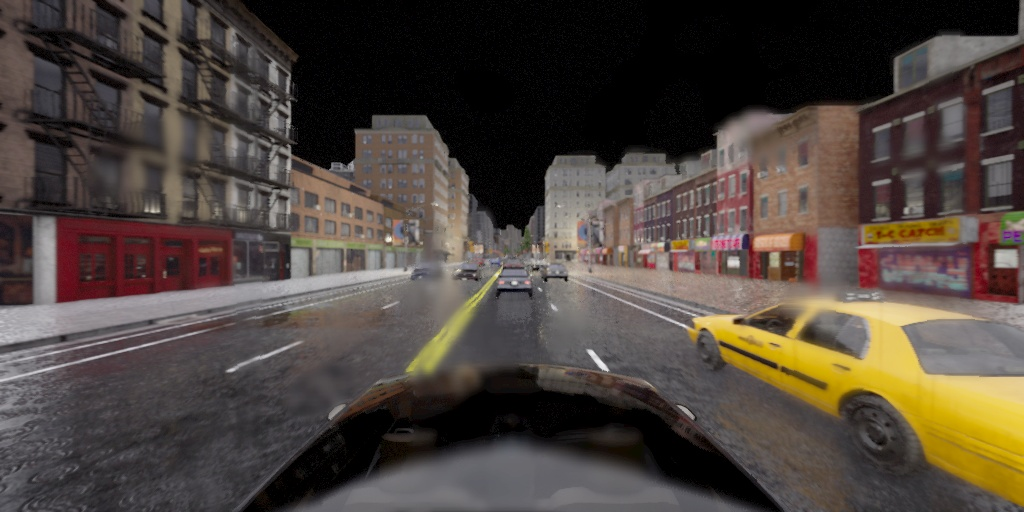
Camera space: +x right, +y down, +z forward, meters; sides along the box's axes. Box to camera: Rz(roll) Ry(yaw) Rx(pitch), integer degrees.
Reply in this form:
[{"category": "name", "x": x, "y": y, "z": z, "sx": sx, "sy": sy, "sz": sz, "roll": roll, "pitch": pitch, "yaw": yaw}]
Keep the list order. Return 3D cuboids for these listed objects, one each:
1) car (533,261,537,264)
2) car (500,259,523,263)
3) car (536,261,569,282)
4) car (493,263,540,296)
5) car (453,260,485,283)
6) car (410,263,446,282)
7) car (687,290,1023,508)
[{"category": "car", "x": 3.317, "y": 1.289, "z": 44.507, "sx": 1.895, "sy": 1.301, "sz": 4.718, "roll": 0, "pitch": 0, "yaw": 1}, {"category": "car", "x": 0.135, "y": 1.044, "z": 37.332, "sx": 2.097, "sy": 1.767, "sz": 4.553, "roll": 0, "pitch": 0, "yaw": 0}, {"category": "car", "x": 3.326, "y": 1.254, "z": 28.702, "sx": 2.033, "sy": 1.411, "sz": 5.357, "roll": 0, "pitch": 0, "yaw": 0}, {"category": "car", "x": 0.115, "y": 1.267, "z": 18.819, "sx": 2.033, "sy": 1.411, "sz": 5.357, "roll": 0, "pitch": 0, "yaw": 0}, {"category": "car", "x": -3.323, "y": 1.251, "z": 27.967, "sx": 2.033, "sy": 1.411, "sz": 5.357, "roll": 0, "pitch": 0, "yaw": 0}, {"category": "car", "x": -6.573, "y": 1.248, "z": 28.765, "sx": 2.033, "sy": 1.411, "sz": 5.357, "roll": 0, "pitch": 0, "yaw": 0}, {"category": "car", "x": 4.227, "y": 1.201, "z": 4.645, "sx": 1.801, "sy": 1.575, "sz": 5.366, "roll": 0, "pitch": 0, "yaw": 0}]
